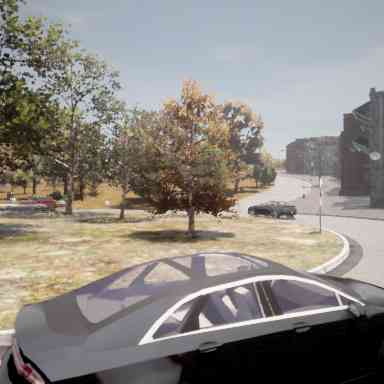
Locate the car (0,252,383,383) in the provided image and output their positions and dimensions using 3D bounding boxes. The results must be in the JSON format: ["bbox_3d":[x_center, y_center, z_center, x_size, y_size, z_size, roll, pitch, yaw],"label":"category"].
[{"bbox_3d":[0.593,1.492,3.845,4.902,1.511,2.128,0,0,-27],"label":"car"}]

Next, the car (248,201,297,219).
[{"bbox_3d":[6.981,1.514,29.364,2.128,1.511,4.902,0,0,-31],"label":"car"}]

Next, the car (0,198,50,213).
[{"bbox_3d":[-17.699,1.534,34.660,4.718,1.301,1.895,1,0,-29],"label":"car"}]

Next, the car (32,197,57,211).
[{"bbox_3d":[-17.934,1.300,38.199,4.553,1.767,2.097,1,0,-26],"label":"car"}]
